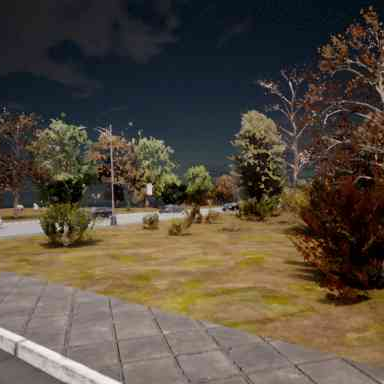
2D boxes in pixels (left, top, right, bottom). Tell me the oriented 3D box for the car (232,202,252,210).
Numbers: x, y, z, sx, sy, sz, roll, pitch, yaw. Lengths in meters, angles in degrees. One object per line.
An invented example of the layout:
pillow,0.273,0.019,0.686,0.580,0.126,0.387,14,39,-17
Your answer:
car,9.423,2.575,62.483,1.895,1.301,4.718,-3,-2,33

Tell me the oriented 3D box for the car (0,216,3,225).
car,-17.678,2.408,26.604,1.812,1.442,4.674,-3,-2,34

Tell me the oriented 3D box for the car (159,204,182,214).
car,-3.137,2.552,49.405,1.994,1.385,4.181,-3,-2,32

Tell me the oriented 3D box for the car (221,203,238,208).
car,6.312,2.310,51.004,1.895,1.301,4.718,-3,-2,32

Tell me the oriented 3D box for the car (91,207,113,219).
car,-10.838,2.415,37.140,1.837,1.490,4.892,-3,-2,32
